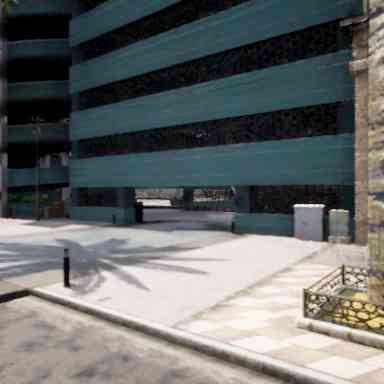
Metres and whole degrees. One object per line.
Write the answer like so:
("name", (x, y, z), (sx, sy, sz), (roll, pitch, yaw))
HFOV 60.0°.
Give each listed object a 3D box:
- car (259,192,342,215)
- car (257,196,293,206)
("car", (7.300, 1.026, 20.550), (5.566, 2.045, 2.435), (0, 0, 36))
("car", (12.183, 1.315, 49.015), (4.674, 1.452, 2.002), (0, 0, 36))
